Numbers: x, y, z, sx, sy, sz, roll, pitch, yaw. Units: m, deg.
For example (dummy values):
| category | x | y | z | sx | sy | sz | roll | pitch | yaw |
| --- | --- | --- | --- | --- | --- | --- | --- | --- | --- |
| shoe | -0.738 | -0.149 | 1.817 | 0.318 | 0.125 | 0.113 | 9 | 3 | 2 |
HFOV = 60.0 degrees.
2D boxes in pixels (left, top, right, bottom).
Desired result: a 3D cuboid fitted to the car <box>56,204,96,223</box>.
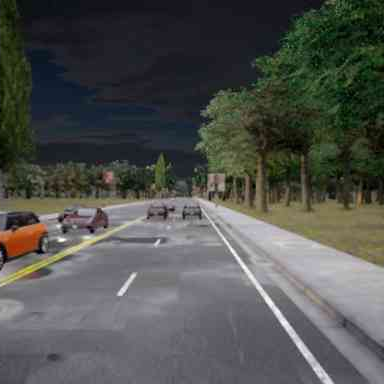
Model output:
| category | x | y | z | sx | sy | sz | roll | pitch | yaw |
| --- | --- | --- | --- | --- | --- | --- | --- | --- | --- |
| car | -9.810 | 1.813 | 28.494 | 1.994 | 1.385 | 4.181 | 0 | -1 | 1 |

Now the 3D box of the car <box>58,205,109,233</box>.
| category | x | y | z | sx | sy | sz | roll | pitch | yaw |
| --- | --- | --- | --- | --- | --- | --- | --- | --- | --- |
| car | -6.550 | 1.706 | 20.986 | 1.812 | 1.442 | 4.674 | 0 | -1 | 1 |

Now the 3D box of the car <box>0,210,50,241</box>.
| category | x | y | z | sx | sy | sz | roll | pitch | yaw |
| --- | --- | --- | --- | --- | --- | --- | --- | --- | --- |
| car | -9.818 | 1.757 | 18.438 | 1.895 | 1.301 | 4.718 | 0 | -1 | 0 |

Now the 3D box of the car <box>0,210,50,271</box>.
| category | x | y | z | sx | sy | sz | roll | pitch | yaw |
| --- | --- | --- | --- | --- | --- | --- | --- | --- | --- |
| car | -6.564 | 1.444 | 10.958 | 2.097 | 1.767 | 4.553 | 0 | 0 | 0 |

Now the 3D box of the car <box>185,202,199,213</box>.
| category | x | y | z | sx | sy | sz | roll | pitch | yaw |
| --- | --- | --- | --- | --- | --- | --- | --- | --- | --- |
| car | 0.039 | 2.013 | 45.084 | 1.895 | 1.301 | 4.718 | 0 | -1 | 1 |

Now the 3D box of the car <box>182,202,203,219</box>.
| category | x | y | z | sx | sy | sz | roll | pitch | yaw |
| --- | --- | --- | --- | --- | --- | --- | --- | --- | --- |
| car | 0.013 | 1.776 | 32.348 | 2.128 | 1.511 | 4.902 | 0 | -1 | 0 |

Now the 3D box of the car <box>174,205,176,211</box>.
| category | x | y | z | sx | sy | sz | roll | pitch | yaw |
| --- | --- | --- | --- | --- | --- | --- | --- | --- | --- |
| car | -3.212 | 2.012 | 45.081 | 1.895 | 1.301 | 4.718 | 0 | -1 | 1 |

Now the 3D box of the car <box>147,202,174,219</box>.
| category | x | y | z | sx | sy | sz | roll | pitch | yaw |
| --- | --- | --- | --- | --- | --- | --- | --- | --- | --- |
| car | -3.237 | 1.776 | 32.347 | 2.128 | 1.511 | 4.902 | 0 | -1 | 0 |
